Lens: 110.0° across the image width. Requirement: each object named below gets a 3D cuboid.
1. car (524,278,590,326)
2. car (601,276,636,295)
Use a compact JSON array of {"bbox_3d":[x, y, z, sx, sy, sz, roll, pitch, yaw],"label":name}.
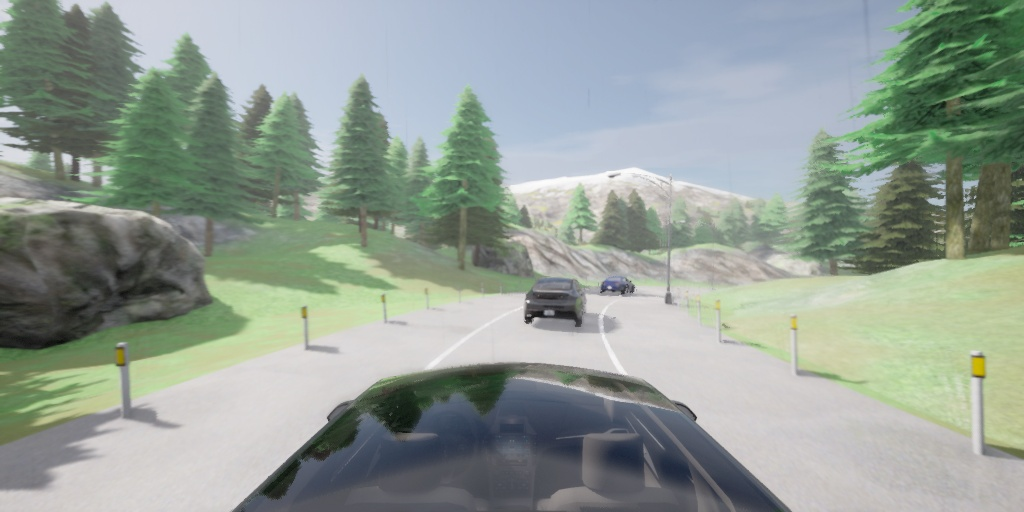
[{"bbox_3d":[1.680,1.512,12.926,1.837,1.490,4.892,1,-2,14],"label":"car"},{"bbox_3d":[8.589,2.331,29.057,1.812,1.442,4.674,2,-2,32],"label":"car"}]
